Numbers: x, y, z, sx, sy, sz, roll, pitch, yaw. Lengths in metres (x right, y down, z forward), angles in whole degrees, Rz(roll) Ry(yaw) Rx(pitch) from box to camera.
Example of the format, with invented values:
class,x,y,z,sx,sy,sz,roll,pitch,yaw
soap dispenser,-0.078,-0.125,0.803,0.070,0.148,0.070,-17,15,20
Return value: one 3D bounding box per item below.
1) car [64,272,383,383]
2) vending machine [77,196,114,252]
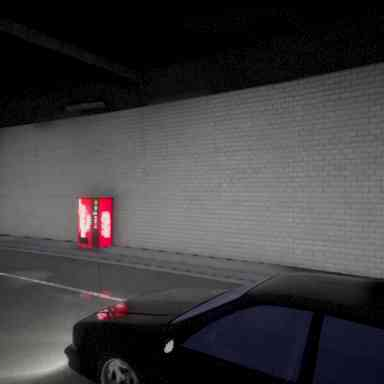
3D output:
class,x,y,z,sx,sy,sz,roll,pitch,yaw
car,1.152,1.547,3.075,5.357,1.411,2.033,0,0,34
vending machine,-3.784,1.195,13.047,0.880,2.100,1.100,0,0,29
